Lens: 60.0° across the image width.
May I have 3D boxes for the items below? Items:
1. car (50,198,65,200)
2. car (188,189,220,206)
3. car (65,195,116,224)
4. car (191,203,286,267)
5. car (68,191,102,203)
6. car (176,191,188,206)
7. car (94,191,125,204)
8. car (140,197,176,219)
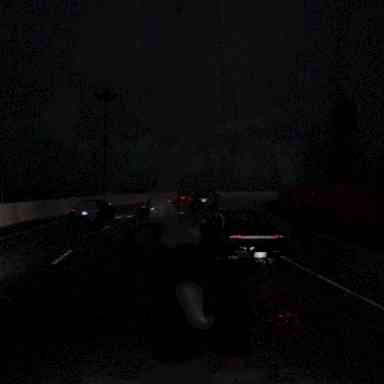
[{"bbox_3d":[-17.637,0.628,45.441,2.033,1.411,5.357,1,1,13],"label":"car"},{"bbox_3d":[1.234,0.771,29.744,2.150,2.045,5.566,1,1,5],"label":"car"},{"bbox_3d":[-6.136,1.151,20.950,1.994,1.385,4.181,1,1,0],"label":"car"},{"bbox_3d":[1.430,1.338,10.878,2.128,1.511,4.902,1,1,-7],"label":"car"},{"bbox_3d":[-14.229,0.609,44.637,2.128,1.511,4.902,1,1,13],"label":"car"},{"bbox_3d":[-0.658,0.718,39.805,2.097,1.767,4.553,1,1,11],"label":"car"},{"bbox_3d":[-10.812,0.679,43.884,1.882,1.535,5.008,1,1,13],"label":"car"},{"bbox_3d":[-2.573,1.141,24.560,1.994,1.385,4.181,1,1,2],"label":"car"}]
